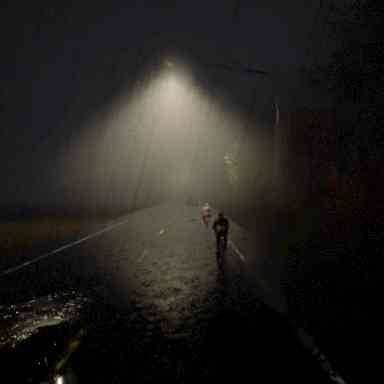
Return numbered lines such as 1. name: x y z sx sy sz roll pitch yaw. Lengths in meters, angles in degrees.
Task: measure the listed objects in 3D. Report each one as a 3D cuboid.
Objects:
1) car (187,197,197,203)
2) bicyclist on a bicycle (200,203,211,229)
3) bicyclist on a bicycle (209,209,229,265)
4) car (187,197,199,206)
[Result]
1. car: 0.008 1.743 73.645 1.994 1.385 4.181 0 0 0
2. bicyclist on a bicycle: 0.929 1.491 20.907 0.866 1.612 1.509 0 0 0
3. bicyclist on a bicycle: 0.964 1.481 10.876 0.582 1.620 1.656 0 0 0
4. car: 0.106 1.628 58.058 1.882 1.535 5.008 0 -1 0
